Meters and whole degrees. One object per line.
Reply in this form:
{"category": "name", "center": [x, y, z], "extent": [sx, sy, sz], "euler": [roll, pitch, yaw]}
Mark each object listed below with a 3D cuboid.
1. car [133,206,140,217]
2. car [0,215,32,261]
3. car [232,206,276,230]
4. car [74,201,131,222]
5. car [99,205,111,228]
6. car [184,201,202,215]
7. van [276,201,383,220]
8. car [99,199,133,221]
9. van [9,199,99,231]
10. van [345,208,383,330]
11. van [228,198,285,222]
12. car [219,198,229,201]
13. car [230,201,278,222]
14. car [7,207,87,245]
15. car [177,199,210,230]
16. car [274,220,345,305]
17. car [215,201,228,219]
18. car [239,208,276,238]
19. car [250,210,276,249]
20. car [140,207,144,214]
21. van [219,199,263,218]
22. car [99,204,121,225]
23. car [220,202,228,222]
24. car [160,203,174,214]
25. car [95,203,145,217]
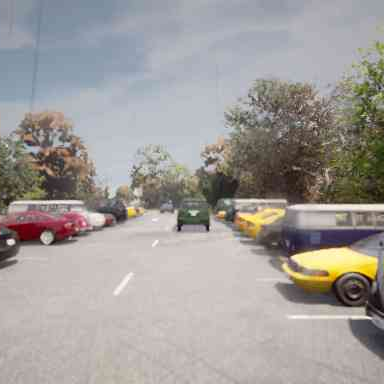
{"category": "car", "center": [-8.038, 1.902, 32.754], "extent": [5.008, 1.535, 2.097], "euler": [0, -1, 0]}
{"category": "car", "center": [-8.071, 1.634, 10.552], "extent": [4.792, 1.488, 2.163], "euler": [0, -1, 0]}
{"category": "car", "center": [5.032, 1.711, 18.813], "extent": [5.008, 1.535, 2.097], "euler": [0, -1, 0]}
{"category": "car", "center": [-8.013, 1.733, 29.980], "extent": [4.553, 1.767, 2.185], "euler": [0, -1, 0]}
{"category": "car", "center": [-8.040, 1.788, 21.654], "extent": [4.674, 1.452, 2.002], "euler": [0, -1, 0]}
{"category": "car", "center": [0.094, 1.984, 42.167], "extent": [2.097, 1.767, 4.553], "euler": [0, -1, 0]}
{"category": "van", "center": [5.155, 1.376, 10.381], "extent": [4.442, 1.987, 1.878], "euler": [0, -1, 0]}
{"category": "car", "center": [-8.072, 1.569, 27.210], "extent": [5.566, 2.045, 2.435], "euler": [0, -1, 0]}
{"category": "van", "center": [-7.926, 1.486, 18.882], "extent": [4.442, 1.987, 1.878], "euler": [0, -1, 0]}
{"category": "van", "center": [4.922, 1.304, 4.842], "extent": [4.442, 1.987, 1.878], "euler": [0, -1, 0]}
{"category": "van", "center": [5.153, 1.556, 24.231], "extent": [4.442, 1.987, 1.878], "euler": [0, -1, 0]}
{"category": "car", "center": [5.063, 1.646, 32.538], "extent": [5.566, 2.045, 2.435], "euler": [0, -1, 0]}
{"category": "car", "center": [5.005, 1.620, 21.460], "extent": [4.553, 1.767, 2.185], "euler": [0, -1, 0]}
{"category": "car", "center": [-8.037, 1.676, 16.103], "extent": [5.008, 1.535, 2.097], "euler": [0, -1, 0]}
{"category": "car", "center": [0.097, 1.511, 23.306], "extent": [2.150, 2.045, 5.566], "euler": [0, -1, 0]}
{"category": "car", "center": [4.854, 1.563, 7.607], "extent": [5.366, 1.575, 1.946], "euler": [0, -1, 0]}
{"category": "car", "center": [4.851, 1.852, 29.766], "extent": [5.366, 1.575, 1.946], "euler": [0, -1, 0]}
{"category": "car", "center": [5.033, 1.674, 15.918], "extent": [5.008, 1.535, 2.097], "euler": [0, -1, 0]}
{"category": "car", "center": [5.032, 1.639, 13.148], "extent": [4.892, 1.521, 2.231], "euler": [0, -1, 0]}
{"category": "car", "center": [-8.039, 1.955, 35.526], "extent": [4.892, 1.521, 2.231], "euler": [0, -1, 0]}
{"category": "van", "center": [5.153, 1.726, 35.429], "extent": [4.442, 1.987, 1.878], "euler": [0, -1, 0]}
{"category": "car", "center": [-8.014, 1.814, 24.430], "extent": [4.792, 1.488, 2.163], "euler": [0, -1, 0]}
{"category": "car", "center": [5.030, 1.818, 26.999], "extent": [4.892, 1.521, 2.231], "euler": [0, -1, 0]}
{"category": "car", "center": [-3.533, 2.353, 47.869], "extent": [2.033, 1.411, 5.357], "euler": [0, -2, 1]}
{"category": "car", "center": [-8.230, 2.010, 38.294], "extent": [5.366, 1.575, 1.946], "euler": [0, -1, 0]}
